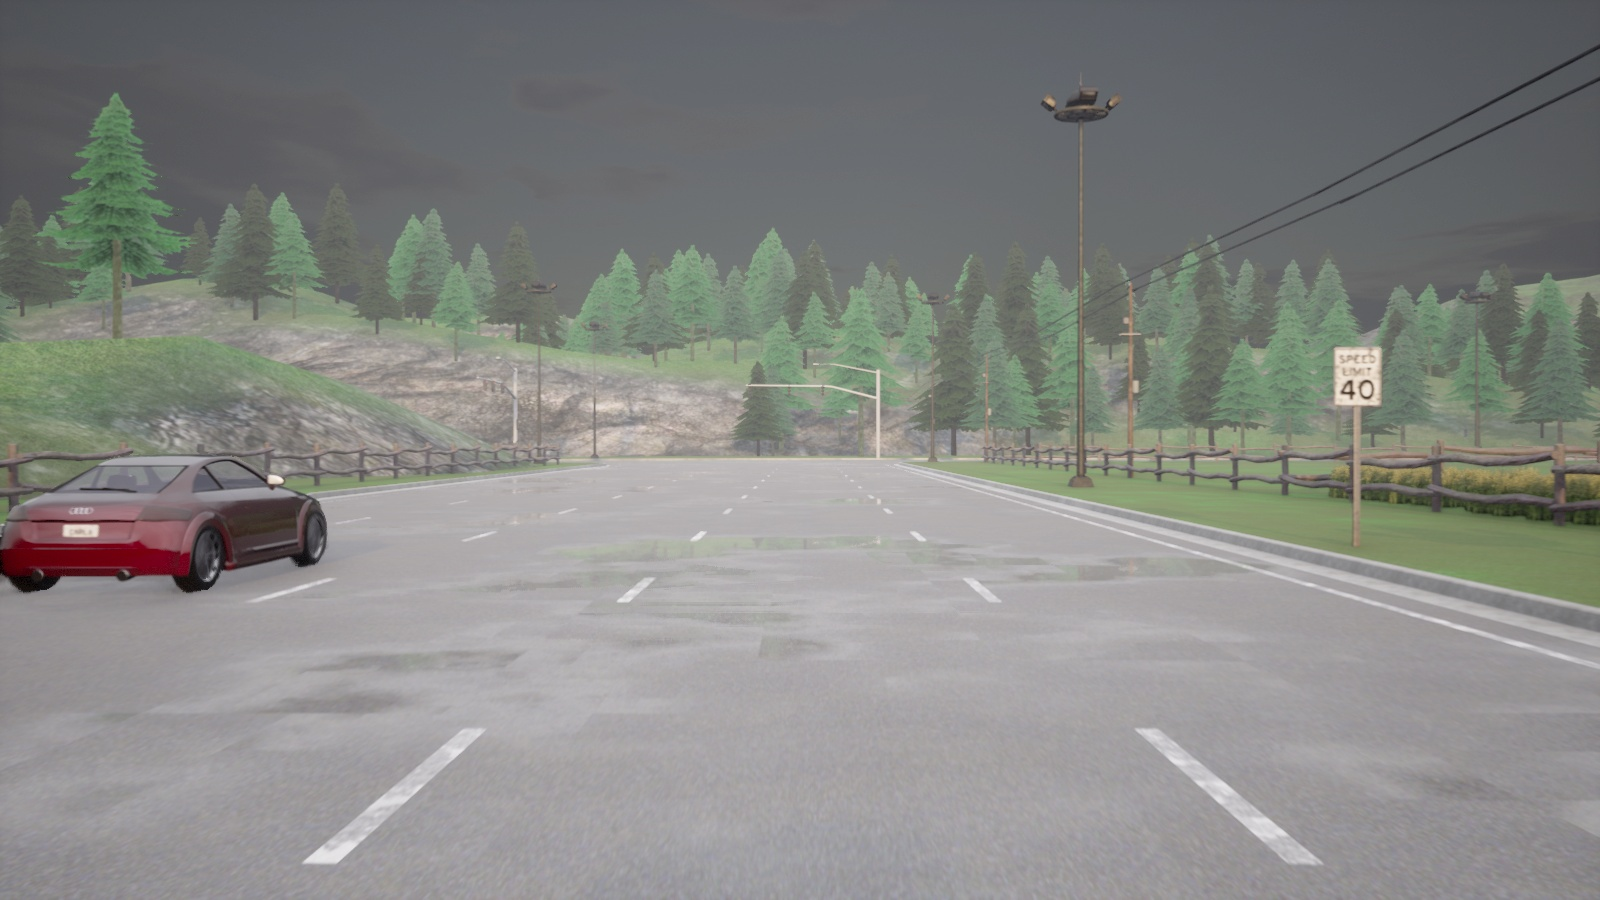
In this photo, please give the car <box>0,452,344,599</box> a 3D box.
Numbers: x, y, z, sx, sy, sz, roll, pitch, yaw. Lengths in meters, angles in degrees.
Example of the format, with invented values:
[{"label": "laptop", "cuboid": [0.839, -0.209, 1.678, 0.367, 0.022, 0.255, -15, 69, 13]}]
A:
[{"label": "car", "cuboid": [-6.905, 0.724, 14.152, 1.994, 1.385, 4.181, 0, 0, 0]}]
